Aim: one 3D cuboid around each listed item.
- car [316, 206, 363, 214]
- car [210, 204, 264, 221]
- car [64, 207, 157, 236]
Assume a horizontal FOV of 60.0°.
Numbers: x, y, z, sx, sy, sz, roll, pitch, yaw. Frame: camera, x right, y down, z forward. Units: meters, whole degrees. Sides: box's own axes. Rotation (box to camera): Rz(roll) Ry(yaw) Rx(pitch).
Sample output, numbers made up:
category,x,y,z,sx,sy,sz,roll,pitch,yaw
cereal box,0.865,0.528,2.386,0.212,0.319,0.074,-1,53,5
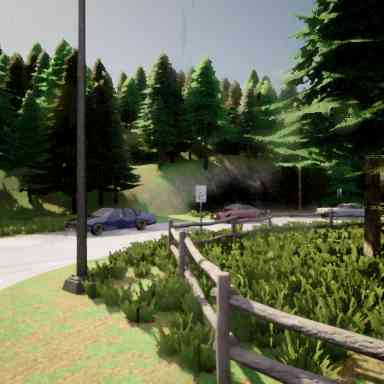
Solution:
category,x,y,z,sx,sy,sz,roll,pitch,yaw
car,12.992,1.628,28.079,4.718,1.301,1.895,0,0,-6
car,3.474,1.590,25.180,4.181,1.385,1.994,0,0,-26
car,-4.467,1.574,19.138,2.033,1.411,5.357,0,0,41
